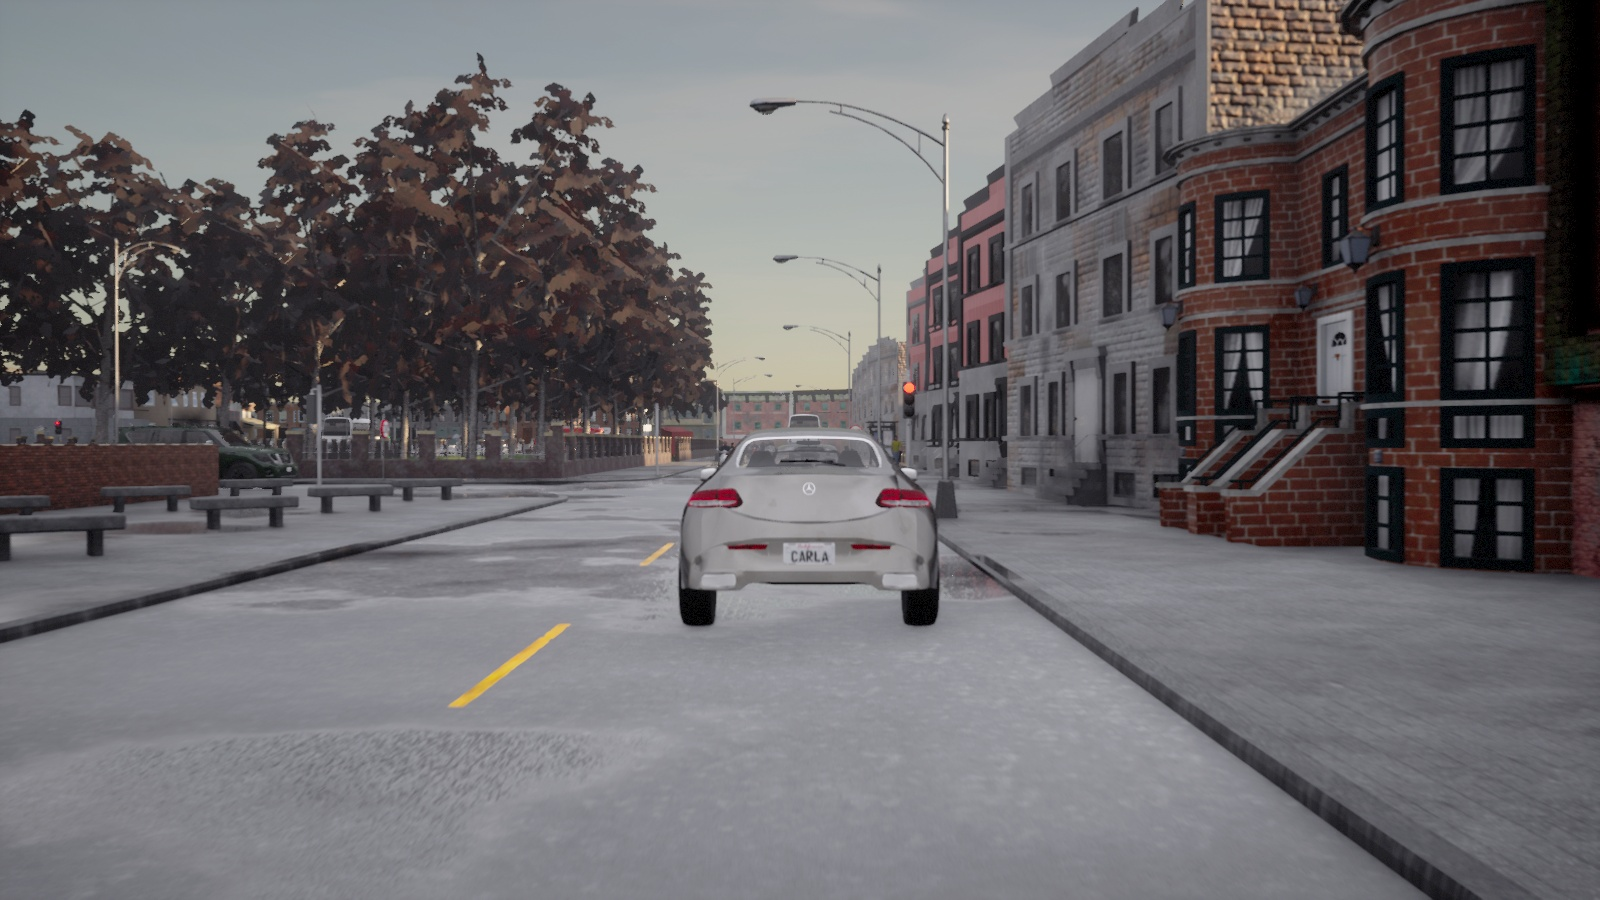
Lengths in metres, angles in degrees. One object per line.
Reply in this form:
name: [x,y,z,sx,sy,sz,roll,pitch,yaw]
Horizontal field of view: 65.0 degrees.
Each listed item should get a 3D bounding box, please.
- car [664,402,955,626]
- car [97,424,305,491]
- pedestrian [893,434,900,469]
car: [0.082,0.459,11.799,2.152,1.651,5.027,0,0,0]
car: [-18.768,0.228,39.504,5.566,2.045,2.150,0,0,3]
pedestrian: [5.202,0.078,67.811,0.354,1.836,0.706,0,0,4]
